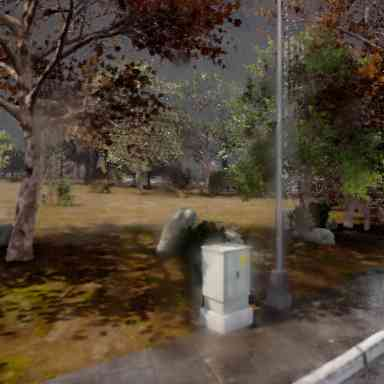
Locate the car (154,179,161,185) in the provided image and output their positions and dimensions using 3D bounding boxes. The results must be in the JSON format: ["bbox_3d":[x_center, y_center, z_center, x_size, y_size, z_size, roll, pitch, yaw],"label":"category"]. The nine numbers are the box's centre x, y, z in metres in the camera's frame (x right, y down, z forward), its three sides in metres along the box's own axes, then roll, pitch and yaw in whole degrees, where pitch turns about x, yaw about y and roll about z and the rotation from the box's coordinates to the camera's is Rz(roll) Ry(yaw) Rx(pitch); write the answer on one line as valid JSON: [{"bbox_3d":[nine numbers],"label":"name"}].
[{"bbox_3d":[-7.980,-2.458,93.841,2.163,1.488,4.792,4,1,23],"label":"car"}]

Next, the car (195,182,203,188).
[{"bbox_3d":[2.213,-1.729,89.493,2.163,1.488,4.792,4,1,23],"label":"car"}]

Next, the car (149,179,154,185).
[{"bbox_3d":[-10.582,-2.674,94.798,1.946,1.575,5.366,4,1,23],"label":"car"}]

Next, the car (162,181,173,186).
[{"bbox_3d":[-5.437,-2.276,92.741,2.163,1.488,4.792,4,1,23],"label":"car"}]

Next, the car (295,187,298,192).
[{"bbox_3d":[25.092,-0.214,79.589,2.435,2.045,5.566,5,1,23],"label":"car"}]

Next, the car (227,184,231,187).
[{"bbox_3d":[9.895,-1.194,86.338,1.946,1.575,5.366,5,1,23],"label":"car"}]
